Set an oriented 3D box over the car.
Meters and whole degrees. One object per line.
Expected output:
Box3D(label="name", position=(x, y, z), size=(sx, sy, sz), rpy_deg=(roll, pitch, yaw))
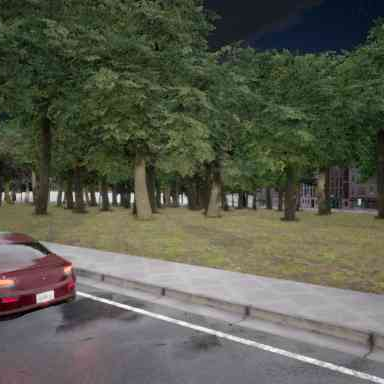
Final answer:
Box3D(label="car", position=(-4.221, 1.524, 6.726), size=(4.674, 1.442, 1.812), rpy_deg=(0, 0, 36))
